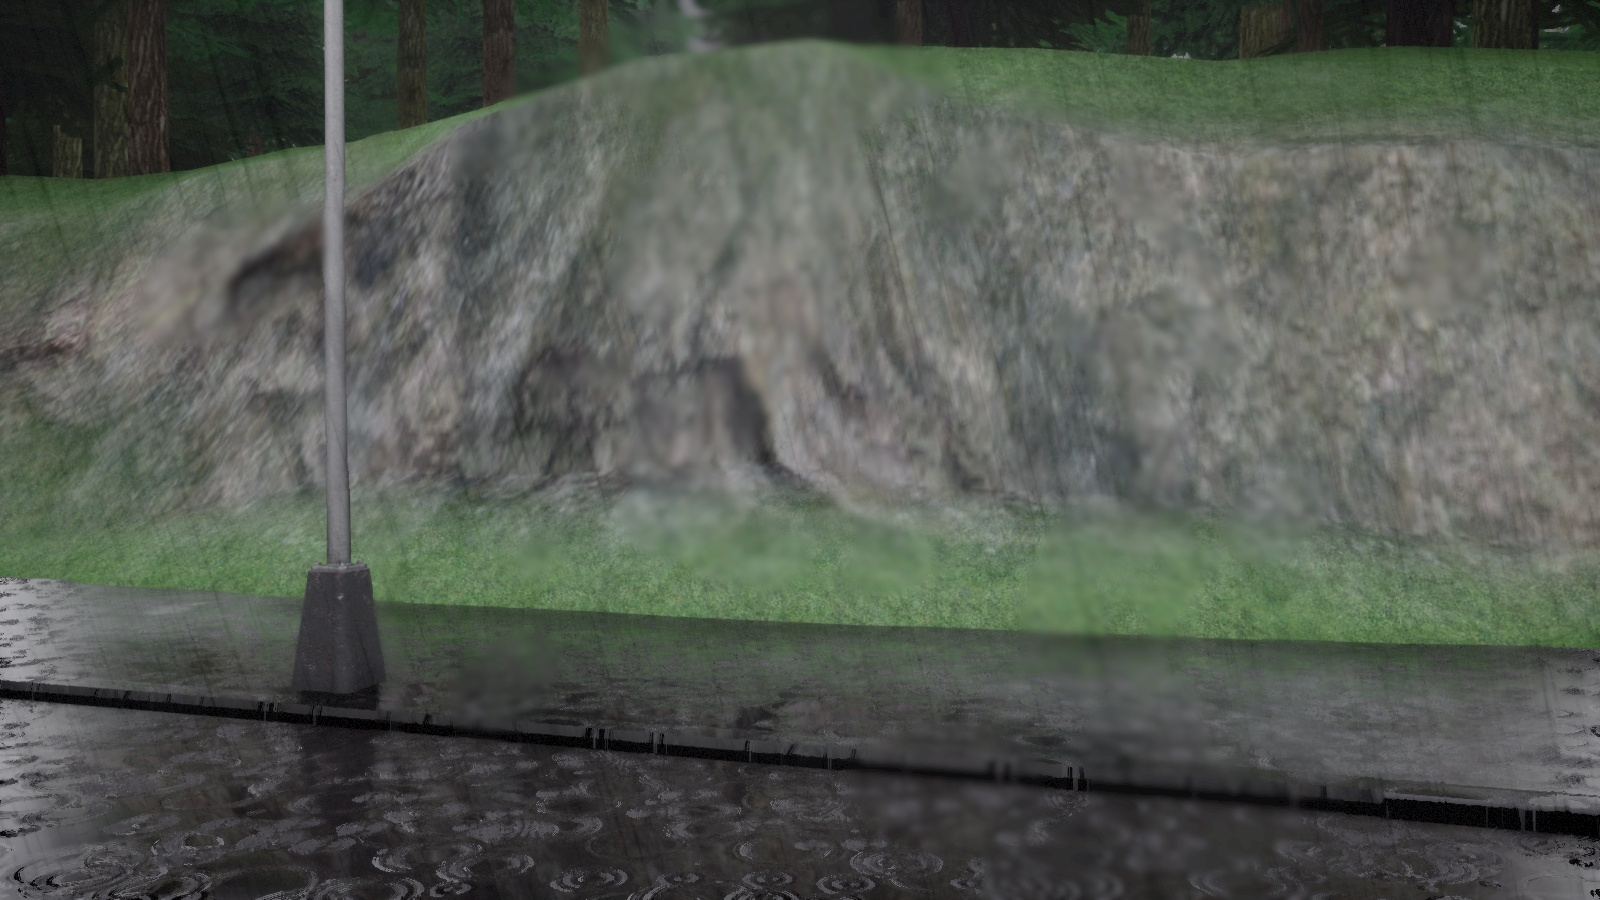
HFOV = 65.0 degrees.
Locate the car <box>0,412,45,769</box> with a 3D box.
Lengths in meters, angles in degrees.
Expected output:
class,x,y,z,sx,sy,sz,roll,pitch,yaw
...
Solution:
class,x,y,z,sx,sy,sz,roll,pitch,yaw
car,-6.241,0.640,5.819,4.856,1.649,2.033,1,1,19
